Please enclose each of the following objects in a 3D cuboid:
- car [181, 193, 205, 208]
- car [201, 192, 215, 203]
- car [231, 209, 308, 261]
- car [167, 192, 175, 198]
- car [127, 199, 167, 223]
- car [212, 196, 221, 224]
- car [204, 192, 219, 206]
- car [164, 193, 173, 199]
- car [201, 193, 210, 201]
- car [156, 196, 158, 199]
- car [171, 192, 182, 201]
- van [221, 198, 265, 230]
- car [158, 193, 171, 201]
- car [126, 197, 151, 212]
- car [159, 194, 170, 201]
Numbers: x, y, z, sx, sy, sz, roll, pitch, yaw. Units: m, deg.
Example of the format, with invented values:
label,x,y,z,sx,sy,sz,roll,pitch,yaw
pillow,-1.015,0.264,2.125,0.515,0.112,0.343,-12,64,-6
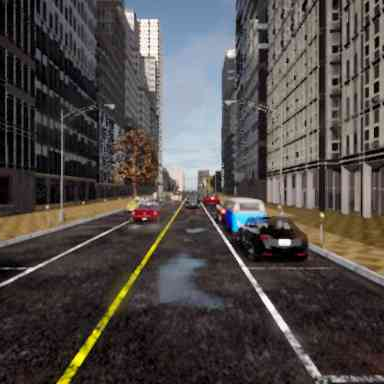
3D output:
label,x,y,z,sx,sy,sz,roll,pitch,yaw
car,0.113,1.193,41.299,2.128,1.511,4.902,0,1,0
car,2.711,0.891,57.274,2.192,1.841,5.009,0,0,0
car,2.697,1.485,11.738,1.947,1.339,4.313,0,0,0
car,-5.661,0.844,91.442,2.008,1.369,4.403,0,0,0
car,-3.093,1.433,23.821,1.895,1.301,4.718,0,0,0
car,2.700,1.277,23.122,1.967,1.590,4.097,0,0,0
car,2.708,0.980,45.889,2.192,1.841,5.009,0,0,0
car,-5.664,0.972,80.057,1.802,1.307,4.206,0,0,0
car,2.713,1.008,68.828,1.752,1.417,4.829,0,0,0
car,-5.676,1.259,40.213,2.008,1.369,4.403,0,0,0
car,-3.003,0.864,65.324,2.097,1.767,4.553,0,0,1
van,2.699,1.219,17.431,1.690,1.788,3.998,0,0,0
car,-5.669,1.081,62.982,2.008,1.369,4.403,0,0,0
car,-5.677,1.279,34.350,1.752,1.417,4.829,0,0,0
car,-5.668,1.050,68.674,1.947,1.339,4.313,0,0,0
